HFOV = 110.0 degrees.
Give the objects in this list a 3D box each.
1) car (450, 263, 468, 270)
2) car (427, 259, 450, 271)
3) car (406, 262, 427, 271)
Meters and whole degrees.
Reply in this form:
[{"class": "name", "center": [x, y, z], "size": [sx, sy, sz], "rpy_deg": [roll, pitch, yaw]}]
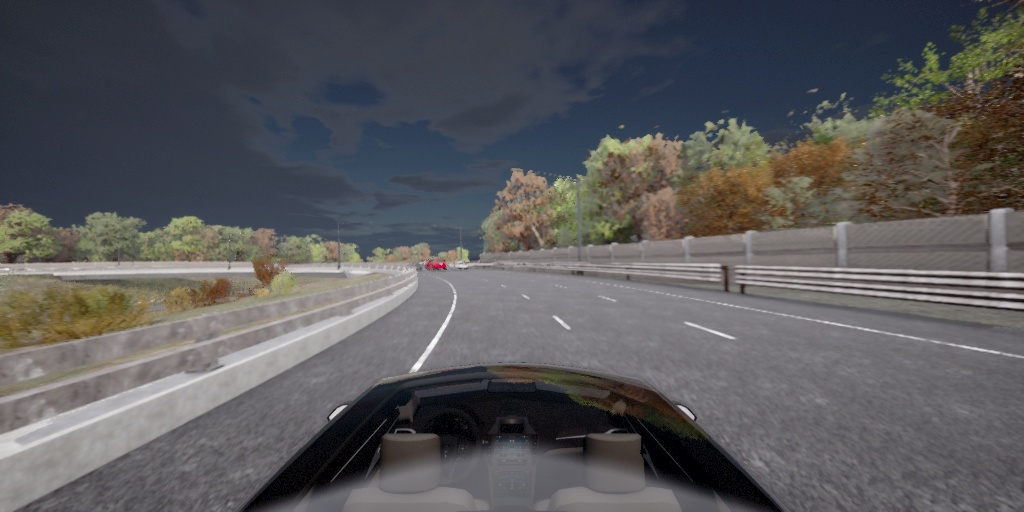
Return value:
[{"class": "car", "center": [-9.211, 1.772, 61.338], "size": [1.895, 1.301, 4.718], "rpy_deg": [-1, 0, -29]}, {"class": "car", "center": [-12.918, 1.462, 60.529], "size": [2.150, 2.045, 5.566], "rpy_deg": [-1, 0, -32]}, {"class": "car", "center": [-16.290, 1.791, 59.215], "size": [2.128, 1.511, 4.902], "rpy_deg": [-1, 0, -32]}]
